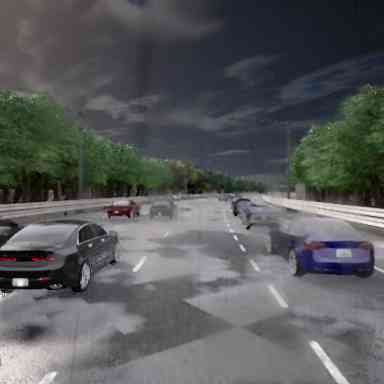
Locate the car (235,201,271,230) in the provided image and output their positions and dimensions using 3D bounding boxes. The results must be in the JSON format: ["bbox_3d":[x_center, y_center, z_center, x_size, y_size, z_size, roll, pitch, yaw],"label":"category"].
[{"bbox_3d":[4.091,1.506,20.824,2.033,1.411,5.357,0,0,3],"label":"car"}]

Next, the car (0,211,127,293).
[{"bbox_3d":[-3.245,1.482,8.814,1.837,1.490,4.892,0,0,1],"label":"car"}]

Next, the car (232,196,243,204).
[{"bbox_3d":[8.679,1.464,63.257,1.994,1.385,4.181,0,0,9],"label":"car"}]

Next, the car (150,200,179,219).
[{"bbox_3d":[-2.320,1.444,28.105,1.837,1.490,4.892,0,0,4],"label":"car"}]

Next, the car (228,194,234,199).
[{"bbox_3d":[5.822,1.402,42.101,1.882,1.535,5.008,0,0,6],"label":"car"}]

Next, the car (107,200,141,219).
[{"bbox_3d":[-5.784,1.413,28.745,1.882,1.535,5.008,0,0,4],"label":"car"}]

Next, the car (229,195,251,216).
[{"bbox_3d":[4.815,1.369,31.473,2.033,1.649,4.856,0,0,5],"label":"car"}]

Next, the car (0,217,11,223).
[{"bbox_3d":[-6.710,1.495,10.767,1.812,1.442,4.674,0,0,1],"label":"car"}]

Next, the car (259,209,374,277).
[{"bbox_3d":[3.651,1.485,10.188,2.163,1.488,4.792,0,0,2],"label":"car"}]

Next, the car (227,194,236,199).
[{"bbox_3d":[11.179,1.255,94.150,1.812,1.442,4.674,0,0,14],"label":"car"}]

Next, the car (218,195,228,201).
[{"bbox_3d":[6.840,1.338,73.524,2.033,1.411,5.357,0,0,11],"label":"car"}]
